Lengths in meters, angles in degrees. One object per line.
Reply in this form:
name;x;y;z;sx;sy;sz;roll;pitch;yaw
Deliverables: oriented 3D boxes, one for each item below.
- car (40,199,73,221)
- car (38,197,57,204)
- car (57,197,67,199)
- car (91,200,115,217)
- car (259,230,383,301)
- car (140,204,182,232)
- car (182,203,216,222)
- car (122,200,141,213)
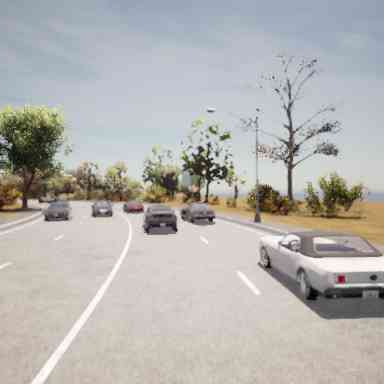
car;-11.025;1.570;27.712;1.837;1.490;4.892;0;0;-15
car;-28.328;1.630;64.405;2.033;1.411;5.357;0;0;-36
car;-26.712;1.659;68.078;2.033;1.411;5.357;0;0;-36
car;-8.512;1.558;31.675;2.128;1.511;4.902;0;0;-17
car;3.130;1.604;8.340;1.895;1.301;4.718;0;0;-4
car;-2.039;1.541;20.575;1.837;1.490;4.892;0;0;-10
car;0.356;1.589;26.482;2.033;1.411;5.357;0;0;-13
car;-6.790;1.639;38.264;1.994;1.385;4.181;0;0;-19
